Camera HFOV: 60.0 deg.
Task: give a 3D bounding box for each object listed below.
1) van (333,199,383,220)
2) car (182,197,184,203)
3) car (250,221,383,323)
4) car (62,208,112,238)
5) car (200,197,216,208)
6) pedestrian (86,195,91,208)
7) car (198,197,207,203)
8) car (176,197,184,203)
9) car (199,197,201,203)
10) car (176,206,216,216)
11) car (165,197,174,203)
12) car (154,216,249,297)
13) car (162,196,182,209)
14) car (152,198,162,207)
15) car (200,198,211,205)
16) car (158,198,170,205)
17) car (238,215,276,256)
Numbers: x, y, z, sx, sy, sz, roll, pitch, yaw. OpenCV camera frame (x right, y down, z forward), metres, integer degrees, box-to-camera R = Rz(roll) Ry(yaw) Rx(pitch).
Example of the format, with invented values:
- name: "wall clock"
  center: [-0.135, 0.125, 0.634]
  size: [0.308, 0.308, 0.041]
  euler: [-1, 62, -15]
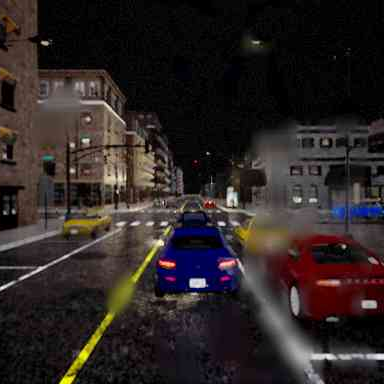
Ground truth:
- name: "van"
  center: [14.653, 1.548, 29.432]
  size: [3.998, 1.788, 1.690]
  euler: [0, 0, 0]
- name: "car"
  center: [-3.025, 1.848, 67.251]
  size: [2.128, 1.511, 4.902]
  euler: [0, 0, 0]
- name: "car"
  center: [2.684, 1.578, 7.270]
  size: [1.887, 1.381, 4.507]
  euler: [0, 0, 0]
- name: "car"
  center: [-5.699, 1.612, 18.496]
  size: [1.752, 1.417, 4.829]
  euler: [0, 0, 0]
- name: "car"
  center: [2.675, 1.696, 51.135]
  size: [1.967, 1.590, 4.097]
  euler: [0, 0, 0]
- name: "pedestrian"
  center: [-12.637, 1.265, 40.548]
  size: [0.375, 1.860, 0.375]
  euler: [0, 0, 0]
- name: "car"
  center: [2.670, 2.012, 85.315]
  size: [2.008, 1.369, 4.403]
  euler: [-1, 0, 0]
- name: "car"
  center: [-3.014, 1.961, 82.258]
  size: [1.895, 1.301, 4.718]
  euler: [0, 0, 0]
- name: "car"
  center: [2.674, 1.904, 62.528]
  size: [1.802, 1.307, 4.206]
  euler: [0, 0, 0]
- name: "car"
  center: [0.098, 1.644, 17.246]
  size: [1.994, 1.385, 4.181]
  euler: [0, 0, 0]
- name: "car"
  center: [-5.711, 1.985, 85.131]
  size: [1.752, 1.417, 4.829]
  euler: [0, 0, 0]
- name: "car"
  center: [0.103, 1.565, 8.553]
  size: [1.812, 1.442, 4.674]
  euler: [0, 0, 0]
- name: "car"
  center: [-3.099, 1.807, 51.829]
  size: [2.033, 1.411, 5.357]
  euler: [0, 0, 0]
- name: "car"
  center: [-5.706, 1.839, 56.818]
  size: [2.008, 1.369, 4.403]
  euler: [0, 0, 0]
- name: "car"
  center: [2.673, 1.906, 68.225]
  size: [2.008, 1.369, 4.403]
  euler: [0, 0, 0]
- name: "car"
  center: [-5.708, 1.906, 68.211]
  size: [2.008, 1.369, 4.403]
  euler: [0, 0, 0]
- name: "car"
  center: [2.683, 1.586, 13.137]
  size: [1.752, 1.417, 4.829]
  euler: [0, 0, 0]
